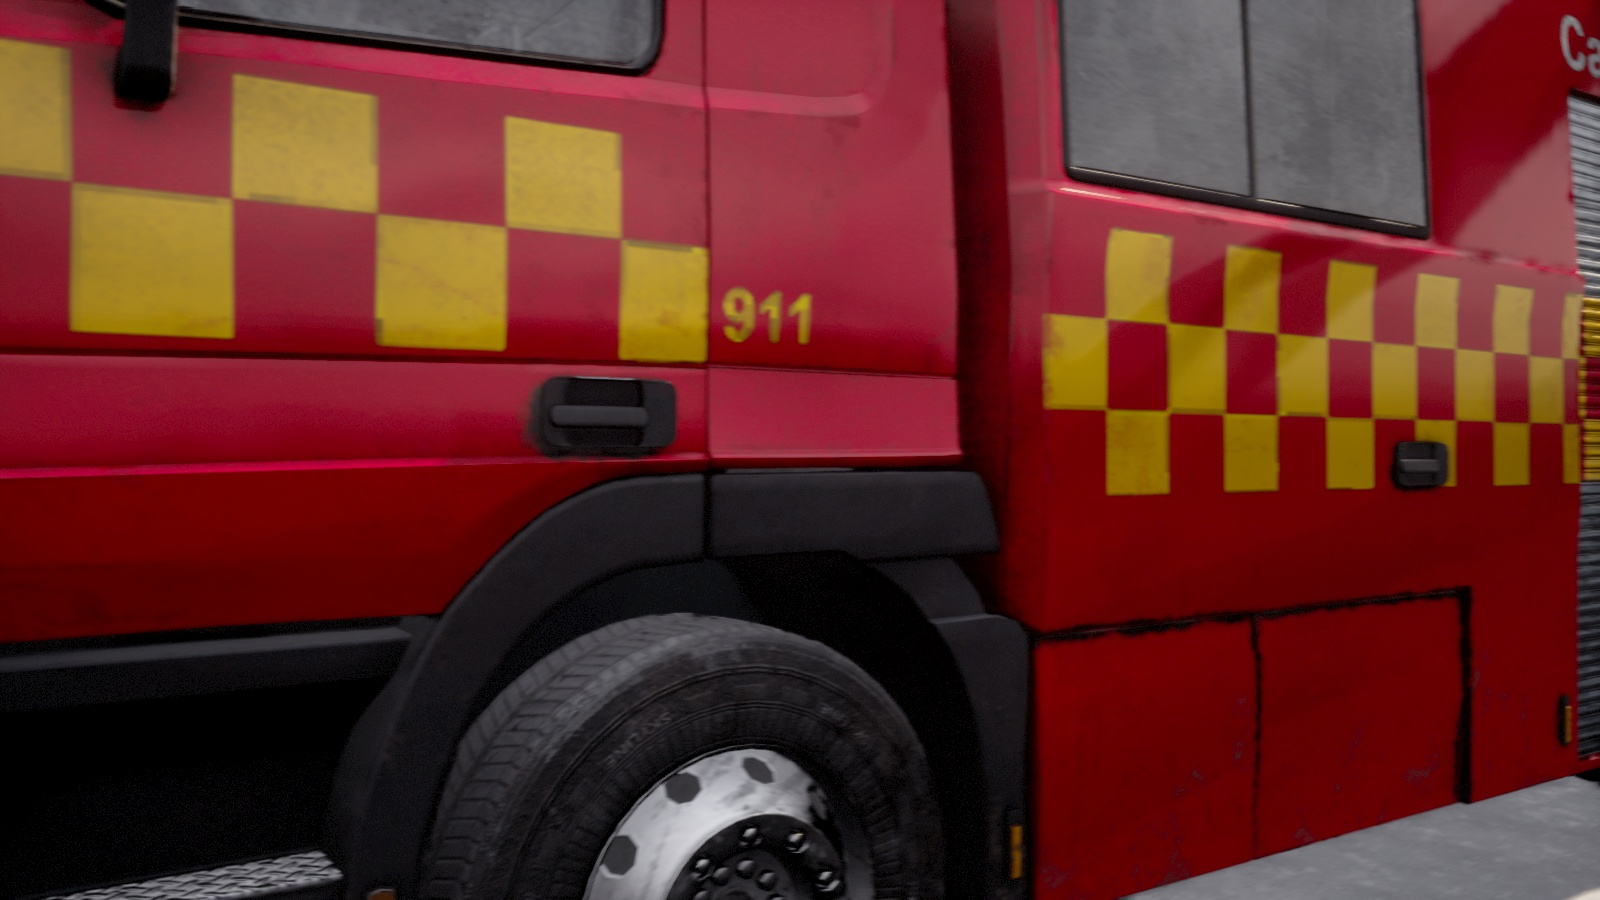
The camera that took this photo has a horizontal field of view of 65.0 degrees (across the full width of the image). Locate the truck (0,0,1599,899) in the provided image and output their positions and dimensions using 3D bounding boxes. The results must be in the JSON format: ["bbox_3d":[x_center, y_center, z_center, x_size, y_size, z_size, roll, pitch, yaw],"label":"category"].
[{"bbox_3d":[0.985,-0.411,4.866,8.468,3.827,2.891,0,0,-34],"label":"truck"}]
